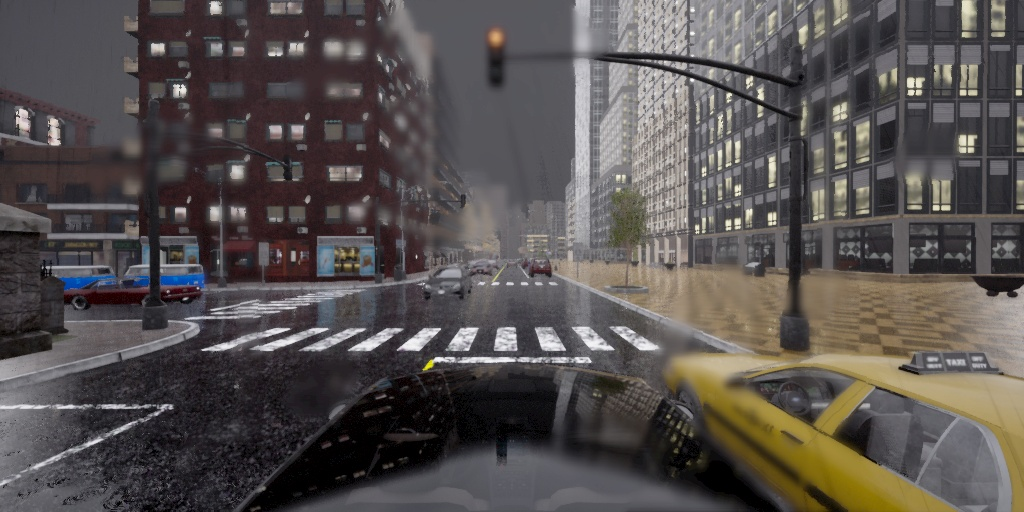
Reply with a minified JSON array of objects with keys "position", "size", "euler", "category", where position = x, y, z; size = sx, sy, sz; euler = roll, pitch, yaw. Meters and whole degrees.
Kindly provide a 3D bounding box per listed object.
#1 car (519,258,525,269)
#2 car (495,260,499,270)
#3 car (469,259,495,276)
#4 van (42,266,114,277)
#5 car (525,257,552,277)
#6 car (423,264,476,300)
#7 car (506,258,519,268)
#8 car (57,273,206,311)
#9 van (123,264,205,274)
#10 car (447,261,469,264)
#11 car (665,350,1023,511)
[{"position":[2.705,1.099,56.812],"size":[2.192,1.841,5.009],"euler":[0,0,0],"category":"car"},{"position":[-3.082,1.306,54.002],"size":[1.812,1.442,4.674],"euler":[0,0,0],"category":"car"},{"position":[-3.090,1.324,36.801],"size":[1.994,1.385,4.181],"euler":[0,0,0],"category":"car"},{"position":[-26.300,1.481,21.424],"size":[3.998,1.789,1.690],"euler":[0,0,-1],"category":"van"},{"position":[2.698,1.074,34.707],"size":[2.192,1.841,5.009],"euler":[0,0,0],"category":"car"},{"position":[-3.102,1.312,18.041],"size":[1.812,1.442,4.674],"euler":[0,0,0],"category":"car"},{"position":[0.016,1.286,63.484],"size":[2.128,1.511,4.902],"euler":[0,0,0],"category":"car"},{"position":[-16.544,1.603,15.719],"size":[4.718,1.301,1.895],"euler":[-1,0,-1],"category":"car"},{"position":[-20.762,1.391,21.473],"size":[3.998,1.789,1.690],"euler":[0,0,-1],"category":"van"},{"position":[-5.681,1.310,34.709],"size":[2.007,1.370,4.403],"euler":[0,0,0],"category":"car"},{"position":[2.689,1.275,2.465],"size":[1.751,1.417,4.829],"euler":[0,0,0],"category":"car"}]
